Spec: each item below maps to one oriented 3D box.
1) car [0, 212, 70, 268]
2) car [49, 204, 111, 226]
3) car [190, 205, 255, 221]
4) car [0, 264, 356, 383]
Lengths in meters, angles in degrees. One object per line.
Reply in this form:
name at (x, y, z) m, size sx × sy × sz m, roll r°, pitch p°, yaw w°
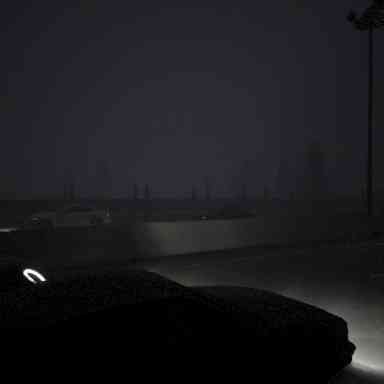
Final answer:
car at (-4.416, 1.331, 4.723) m, size 4.553 × 1.767 × 2.097 m, roll 0°, pitch 0°, yaw -36°
car at (-7.217, 1.472, 19.899) m, size 4.674 × 1.442 × 1.812 m, roll 0°, pitch 0°, yaw -31°
car at (2.007, 1.541, 21.085) m, size 4.181 × 1.385 × 1.994 m, roll 0°, pitch 0°, yaw -27°
car at (-0.698, 1.538, 3.163) m, size 5.357 × 1.411 × 2.033 m, roll 0°, pitch 0°, yaw -34°
